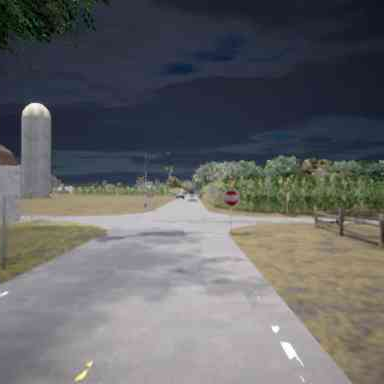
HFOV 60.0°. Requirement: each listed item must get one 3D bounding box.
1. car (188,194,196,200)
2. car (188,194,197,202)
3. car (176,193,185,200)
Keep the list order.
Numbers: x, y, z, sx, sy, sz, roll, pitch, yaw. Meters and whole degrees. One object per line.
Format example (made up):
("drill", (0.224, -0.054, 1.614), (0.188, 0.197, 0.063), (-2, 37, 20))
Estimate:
("car", (0.058, 1.212, 83.833), (2.033, 1.411, 5.357), (0, 0, 0))
("car", (0.051, 1.453, 73.856), (1.895, 1.301, 4.718), (0, 0, 0))
("car", (-2.697, 0.947, 78.005), (1.882, 1.535, 5.008), (0, 0, 0))
